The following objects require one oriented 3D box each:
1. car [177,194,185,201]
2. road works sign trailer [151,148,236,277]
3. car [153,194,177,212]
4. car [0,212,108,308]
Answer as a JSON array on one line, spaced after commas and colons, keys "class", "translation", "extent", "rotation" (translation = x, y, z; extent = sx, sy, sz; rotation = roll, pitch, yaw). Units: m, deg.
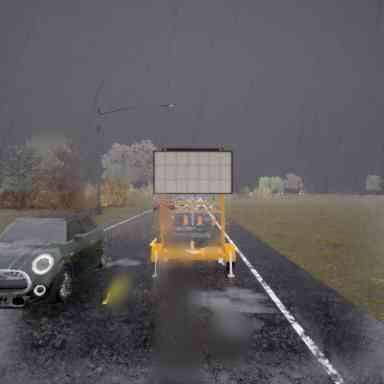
[{"class": "car", "translation": [-2.845, 1.403, 81.014], "extent": [2.097, 1.767, 4.553], "rotation": [0, 0, 1]}, {"class": "road works sign trailer", "translation": [0.027, 0.468, 10.228], "extent": [2.380, 3.560, 2.880], "rotation": [0, 0, -1]}, {"class": "car", "translation": [-3.337, 1.241, 40.091], "extent": [2.150, 2.045, 5.566], "rotation": [0, 0, 0]}, {"class": "car", "translation": [-3.591, 1.355, 8.135], "extent": [2.097, 1.767, 4.553], "rotation": [0, 0, 0]}]
